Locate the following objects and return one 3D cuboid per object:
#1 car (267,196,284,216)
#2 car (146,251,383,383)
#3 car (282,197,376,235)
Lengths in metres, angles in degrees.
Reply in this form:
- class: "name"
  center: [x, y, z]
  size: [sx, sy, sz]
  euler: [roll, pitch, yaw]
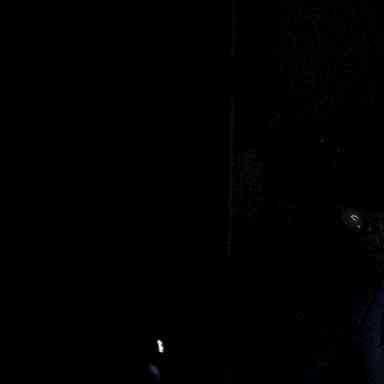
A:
- class: "car"
  center: [8.021, 1.445, 35.276]
  size: [2.150, 2.045, 5.566]
  euler: [2, -1, -35]
- class: "car"
  center: [2.175, 1.558, 4.326]
  size: [5.357, 1.411, 2.033]
  euler: [0, 0, -32]
- class: "car"
  center: [7.771, 1.335, 18.777]
  size: [2.097, 1.767, 4.553]
  euler: [2, -1, -36]
